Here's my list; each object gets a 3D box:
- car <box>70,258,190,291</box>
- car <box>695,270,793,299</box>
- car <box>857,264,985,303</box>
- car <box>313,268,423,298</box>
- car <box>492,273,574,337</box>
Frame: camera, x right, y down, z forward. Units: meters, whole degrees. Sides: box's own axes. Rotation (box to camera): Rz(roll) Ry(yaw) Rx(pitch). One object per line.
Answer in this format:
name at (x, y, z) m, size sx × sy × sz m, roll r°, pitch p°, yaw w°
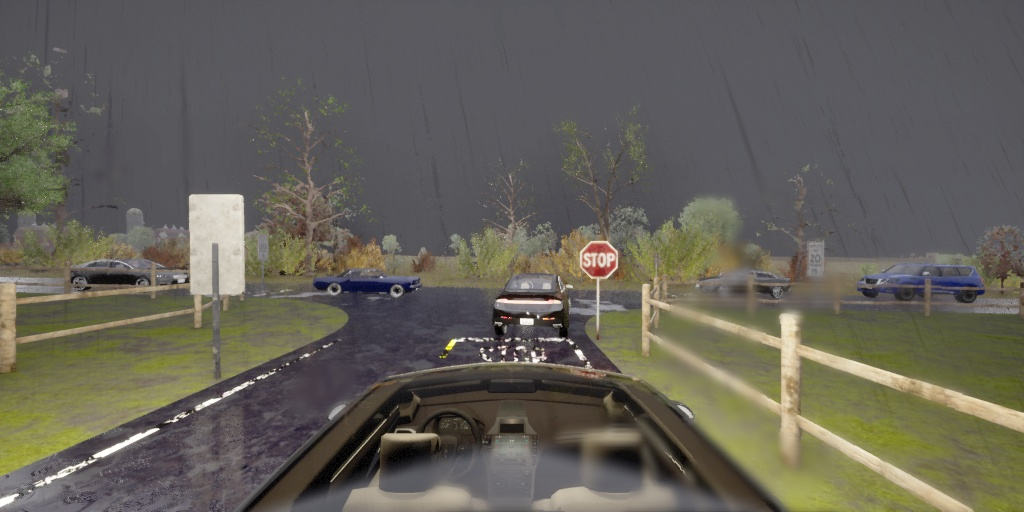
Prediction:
car at (-18.477, 0.885, 17.389) m, size 4.902 × 1.511 × 2.128 m, roll 1°, pitch 1°, yaw 0°
car at (13.020, 1.525, 20.271) m, size 4.902 × 1.511 × 2.128 m, roll 1°, pitch 1°, yaw 0°
car at (22.969, 1.467, 20.251) m, size 5.566 × 2.045 × 2.150 m, roll 1°, pitch 1°, yaw 0°
car at (-6.809, 1.248, 17.361) m, size 4.718 × 1.301 × 1.895 m, roll 1°, pitch 1°, yaw 0°
car at (0.714, 1.239, 10.323) m, size 2.128 × 1.511 × 4.902 m, roll 0°, pitch 0°, yaw 9°
